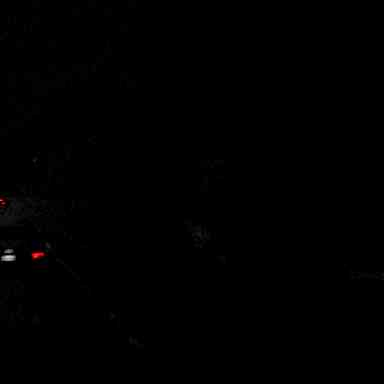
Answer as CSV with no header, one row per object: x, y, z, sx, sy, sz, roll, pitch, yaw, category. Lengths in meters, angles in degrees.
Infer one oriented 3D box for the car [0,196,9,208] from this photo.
-24.097,1.190,41.811,2.128,1.511,4.902,0,1,-30,car

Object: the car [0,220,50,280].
-5.331,1.510,9.580,2.033,1.411,5.357,0,0,-30,car
